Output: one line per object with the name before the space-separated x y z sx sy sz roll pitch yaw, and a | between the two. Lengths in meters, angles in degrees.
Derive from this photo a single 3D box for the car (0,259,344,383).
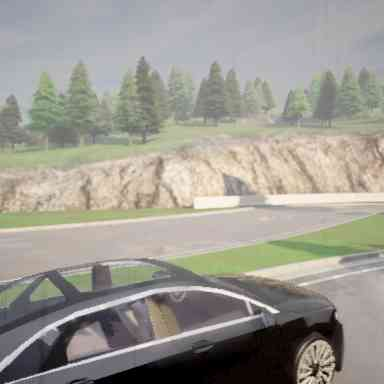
car | -0.443 1.469 3.345 4.902 1.511 2.128 -1 1 -35
